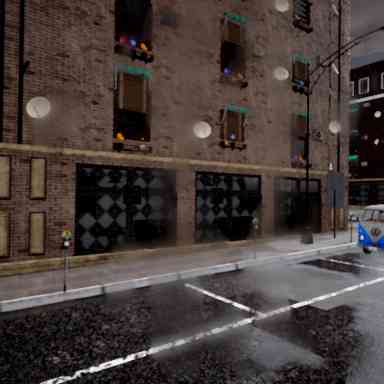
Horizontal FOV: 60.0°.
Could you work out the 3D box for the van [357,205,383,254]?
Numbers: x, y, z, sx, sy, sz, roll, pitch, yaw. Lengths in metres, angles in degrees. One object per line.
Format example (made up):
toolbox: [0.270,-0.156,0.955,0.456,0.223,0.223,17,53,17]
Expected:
van: [7.635,1.340,12.093,3.998,1.788,1.690,0,1,-35]
